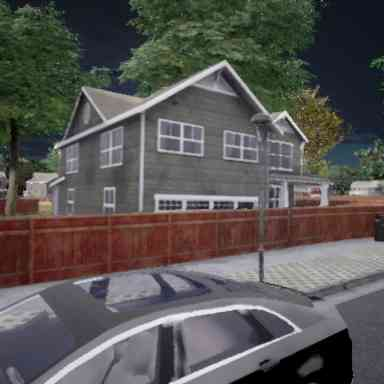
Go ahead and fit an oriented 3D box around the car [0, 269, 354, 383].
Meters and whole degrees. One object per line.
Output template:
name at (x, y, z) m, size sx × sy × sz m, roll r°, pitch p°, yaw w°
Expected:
car at (-0.712, 1.495, 2.550) m, size 4.902 × 1.511 × 2.128 m, roll 0°, pitch 0°, yaw -35°
